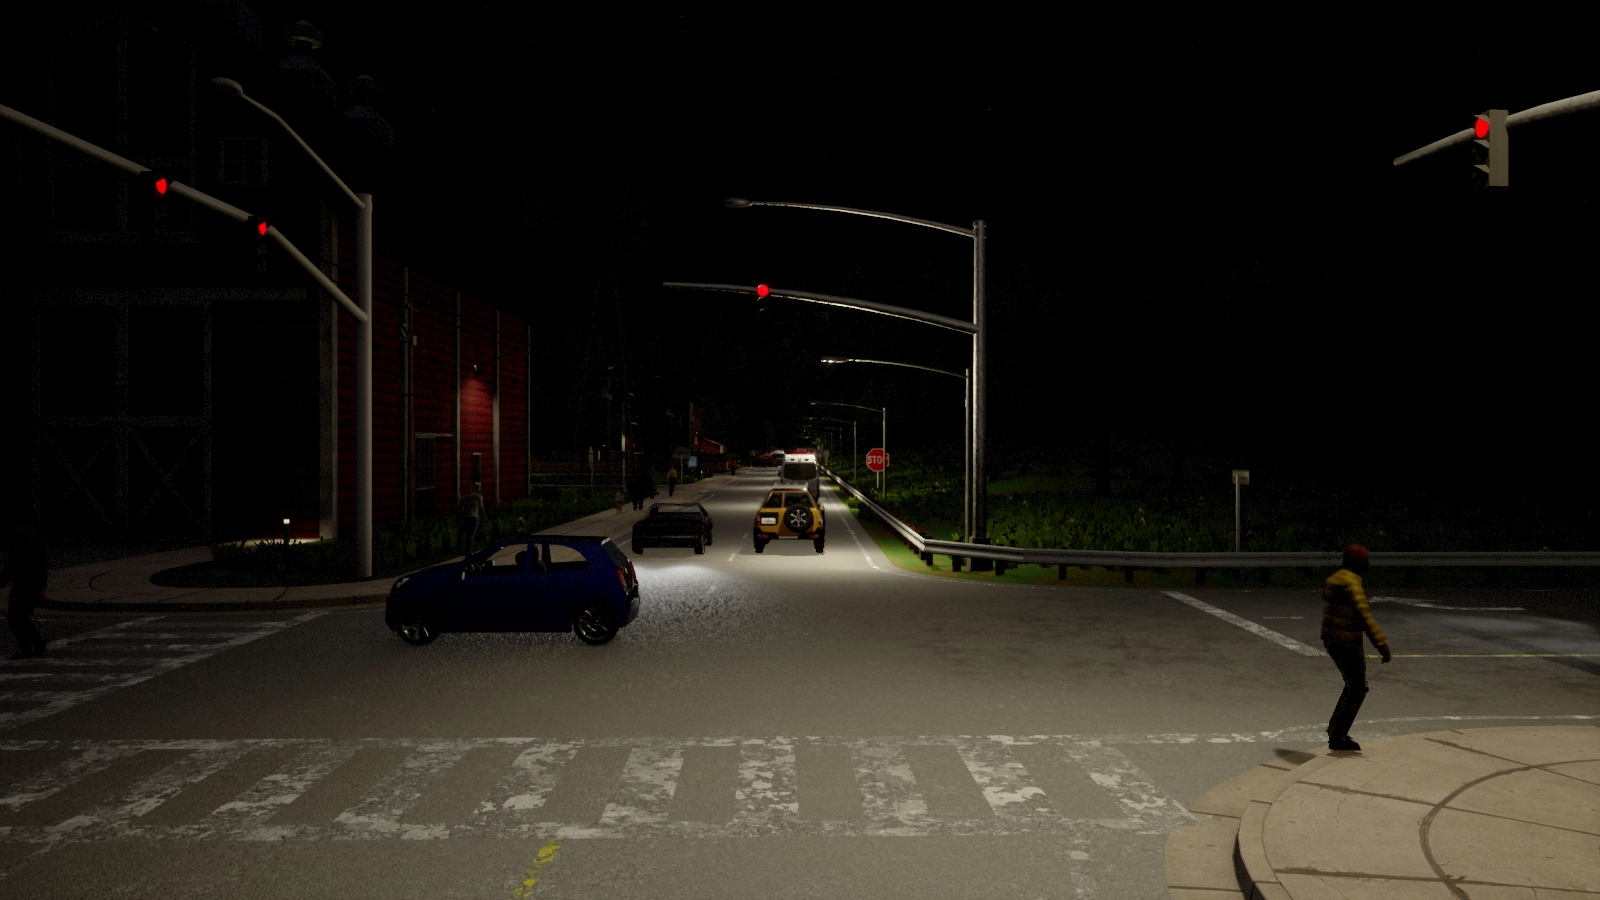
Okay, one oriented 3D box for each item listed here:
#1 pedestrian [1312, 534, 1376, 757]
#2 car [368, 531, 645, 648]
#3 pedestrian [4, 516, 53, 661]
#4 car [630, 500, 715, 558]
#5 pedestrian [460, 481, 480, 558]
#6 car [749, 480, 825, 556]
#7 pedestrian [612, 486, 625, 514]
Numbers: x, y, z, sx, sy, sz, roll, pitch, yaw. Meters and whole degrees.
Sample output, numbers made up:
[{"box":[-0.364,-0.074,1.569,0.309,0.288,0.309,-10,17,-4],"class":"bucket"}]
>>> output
[{"box":[4.705,1.674,9.896,0.375,1.860,0.375,0,0,0],"class":"pedestrian"},{"box":[-4.214,2.011,16.863,3.633,1.501,1.845,0,0,-1],"class":"car"},{"box":[-10.193,1.813,15.097,0.375,1.860,0.375,0,0,10],"class":"pedestrian"},{"box":[-3.455,2.136,31.771,1.895,1.301,4.718,0,0,0],"class":"car"},{"box":[-8.024,1.678,27.767,0.375,1.860,0.375,0,0,0],"class":"pedestrian"},{"box":[-0.295,1.845,32.450,1.932,1.855,4.605,0,0,2],"class":"car"},{"box":[-7.429,2.050,46.786,0.500,1.100,0.500,0,0,-10],"class":"pedestrian"}]
